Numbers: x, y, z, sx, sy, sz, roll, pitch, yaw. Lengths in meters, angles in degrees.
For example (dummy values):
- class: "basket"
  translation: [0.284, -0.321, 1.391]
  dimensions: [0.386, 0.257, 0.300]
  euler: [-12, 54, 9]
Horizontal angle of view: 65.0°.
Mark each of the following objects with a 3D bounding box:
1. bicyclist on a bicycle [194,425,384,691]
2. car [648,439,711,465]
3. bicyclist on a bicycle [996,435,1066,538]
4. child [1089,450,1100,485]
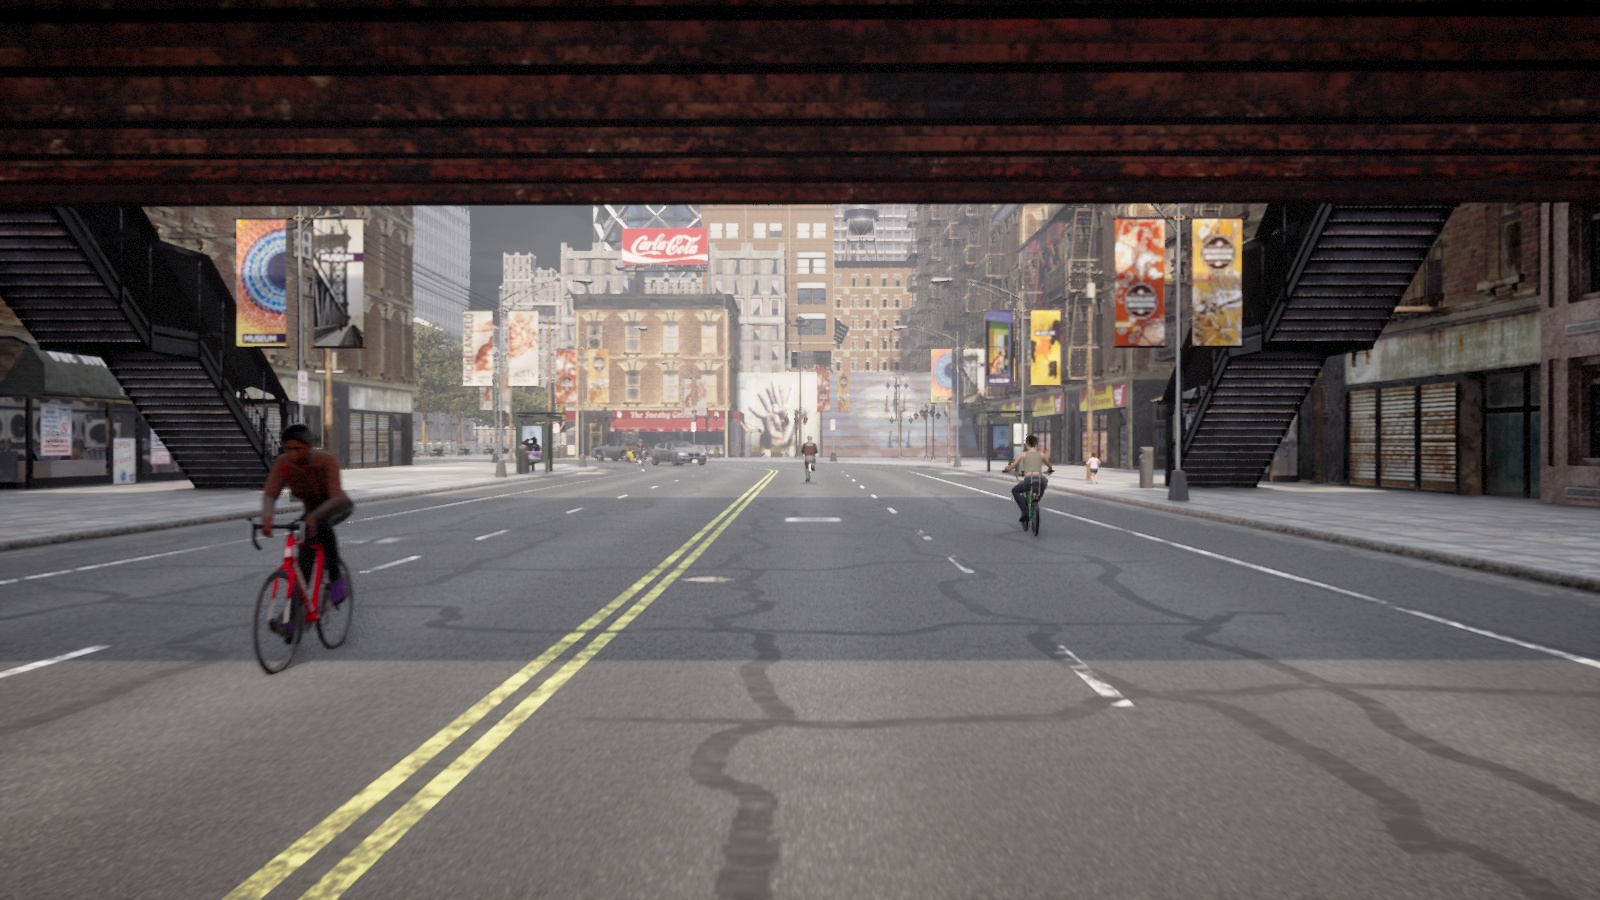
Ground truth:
- class: "bicyclist on a bicycle"
  translation: [-3.392, 0.649, 8.484]
  dimensions: [0.582, 1.620, 1.656]
  euler: [0, 1, 1]
- class: "car"
  translation: [-7.920, 0.120, 82.307]
  dimensions: [2.242, 1.667, 4.611]
  euler: [0, 0, -33]
- class: "bicyclist on a bicycle"
  translation: [3.736, 0.571, 20.391]
  dimensions: [0.866, 1.612, 1.509]
  euler: [0, 0, 1]
- class: "child"
  translation: [9.426, 0.565, 40.153]
  dimensions: [0.255, 1.110, 0.394]
  euler: [0, 0, -2]
